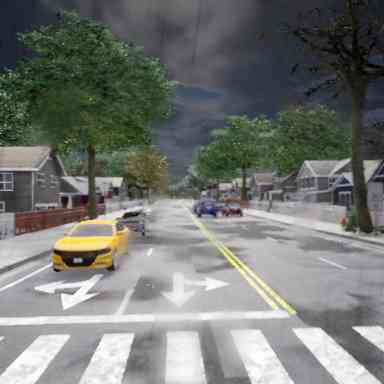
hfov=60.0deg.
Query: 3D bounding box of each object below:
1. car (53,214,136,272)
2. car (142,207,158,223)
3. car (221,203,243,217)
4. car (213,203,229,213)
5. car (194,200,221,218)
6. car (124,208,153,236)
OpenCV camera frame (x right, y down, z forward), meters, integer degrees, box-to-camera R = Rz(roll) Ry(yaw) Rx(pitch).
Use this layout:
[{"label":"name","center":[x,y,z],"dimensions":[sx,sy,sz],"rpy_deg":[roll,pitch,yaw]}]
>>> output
[{"label":"car","center":[-3.415,1.779,12.122],"dimensions":[1.882,1.535,5.008],"rpy_deg":[0,-2,-3]},{"label":"car","center":[-4.421,2.258,33.023],"dimensions":[2.128,1.511,4.902],"rpy_deg":[0,-1,-3]},{"label":"car","center":[5.037,2.162,42.030],"dimensions":[2.097,1.767,4.553],"rpy_deg":[0,-1,-4]},{"label":"car","center":[4.508,2.448,51.887],"dimensions":[1.837,1.490,4.892],"rpy_deg":[0,-1,-3]},{"label":"car","center":[1.836,2.043,40.906],"dimensions":[2.150,2.045,5.566],"rpy_deg":[0,-1,-3]},{"label":"car","center":[-3.921,2.077,22.532],"dimensions":[1.837,1.490,4.892],"rpy_deg":[0,-1,-3]}]
